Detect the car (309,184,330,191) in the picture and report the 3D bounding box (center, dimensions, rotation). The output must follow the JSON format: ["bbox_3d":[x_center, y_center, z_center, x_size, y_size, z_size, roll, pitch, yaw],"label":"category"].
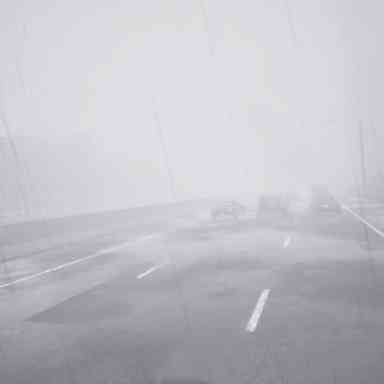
[{"bbox_3d":[15.688,0.071,40.936,2.150,2.045,5.566,-4,0,20],"label":"car"}]

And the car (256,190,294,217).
[{"bbox_3d":[6.200,0.849,25.073,2.097,1.767,4.553,-4,0,21],"label":"car"}]

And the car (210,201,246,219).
[{"bbox_3d":[2.959,1.324,26.335,1.895,1.301,4.718,-4,0,21],"label":"car"}]

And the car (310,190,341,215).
[{"bbox_3d":[9.490,0.835,23.845,1.994,1.385,4.181,-4,0,20],"label":"car"}]

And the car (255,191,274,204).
[{"bbox_3d":[10.054,0.759,45.835,1.837,1.490,4.892,-4,0,20],"label":"car"}]

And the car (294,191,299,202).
[{"bbox_3d":[12.563,0.574,42.518,1.837,1.490,4.892,-4,0,20],"label":"car"}]
